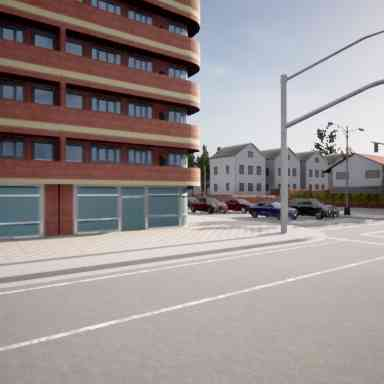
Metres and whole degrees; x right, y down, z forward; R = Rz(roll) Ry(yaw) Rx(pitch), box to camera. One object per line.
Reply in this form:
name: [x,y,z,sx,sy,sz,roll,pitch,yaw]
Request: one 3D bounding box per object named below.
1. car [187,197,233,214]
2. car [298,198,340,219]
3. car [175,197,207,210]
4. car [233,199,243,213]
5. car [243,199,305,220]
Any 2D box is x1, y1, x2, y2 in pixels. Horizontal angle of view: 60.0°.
car: [1.825,1.352,35.399,2.097,1.767,4.553,0,0,-34]
car: [10.457,1.352,29.098,2.097,1.767,4.553,0,0,-35]
car: [-0.181,1.505,44.459,1.837,1.490,4.892,0,0,-35]
car: [5.203,1.478,36.672,1.882,1.535,5.008,0,0,-35]
car: [6.823,1.526,28.204,1.812,1.442,4.674,0,0,-35]
